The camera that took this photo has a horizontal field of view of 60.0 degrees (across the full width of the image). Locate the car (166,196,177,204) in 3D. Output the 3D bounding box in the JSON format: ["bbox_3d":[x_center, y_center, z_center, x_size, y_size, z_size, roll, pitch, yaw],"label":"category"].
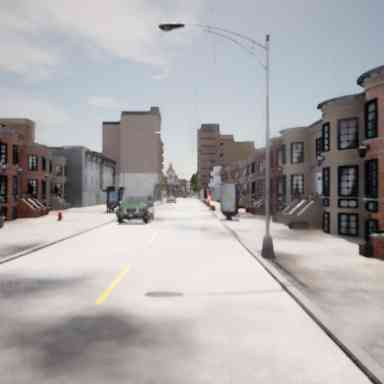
[{"bbox_3d":[-4.036,1.552,65.038,1.812,1.442,4.674,0,-1,0],"label":"car"}]

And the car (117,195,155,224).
[{"bbox_3d":[-4.103,1.236,25.128,2.150,2.045,5.566,0,0,0],"label":"car"}]
